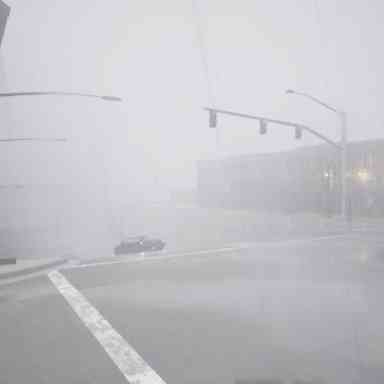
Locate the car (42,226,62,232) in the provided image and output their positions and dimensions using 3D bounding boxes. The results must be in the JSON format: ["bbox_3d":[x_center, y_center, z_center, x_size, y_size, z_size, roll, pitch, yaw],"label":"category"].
[{"bbox_3d":[-35.841,9.449,84.729,4.974,1.542,2.038,0,0,-4],"label":"car"}]

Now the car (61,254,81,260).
[{"bbox_3d":[-14.203,8.023,38.685,1.882,1.535,5.008,0,-11,-32],"label":"car"}]

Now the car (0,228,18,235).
[{"bbox_3d":[-43.869,9.293,78.697,4.536,1.218,1.853,0,0,11],"label":"car"}]

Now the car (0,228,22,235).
[{"bbox_3d":[-43.818,9.450,78.688,4.974,1.542,2.038,0,0,11],"label":"car"}]

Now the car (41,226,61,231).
[{"bbox_3d":[-35.893,9.291,84.725,4.536,1.218,1.853,0,0,-4],"label":"car"}]

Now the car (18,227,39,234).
[{"bbox_3d":[-39.922,9.292,81.225,1.853,1.218,4.536,0,0,21],"label":"car"}]

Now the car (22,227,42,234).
[{"bbox_3d":[-39.940,9.450,81.176,2.038,1.542,4.974,0,0,21],"label":"car"}]

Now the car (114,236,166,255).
[{"bbox_3d":[-3.555,3.609,22.119,1.895,1.301,4.718,-1,-12,-33],"label":"car"}]
